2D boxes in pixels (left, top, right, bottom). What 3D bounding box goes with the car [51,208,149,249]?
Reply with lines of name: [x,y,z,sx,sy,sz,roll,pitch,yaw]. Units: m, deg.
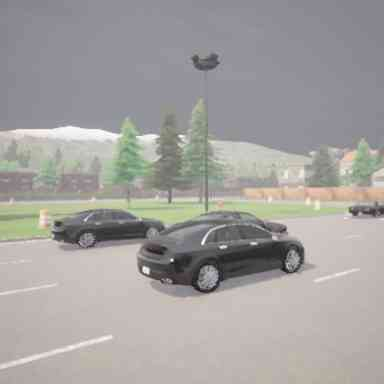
car: [-3.434,1.458,14.377,4.892,1.490,1.837,-1,0,-35]

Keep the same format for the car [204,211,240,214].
car: [1.564,1.471,13.460,5.357,1.411,2.033,-1,0,-35]

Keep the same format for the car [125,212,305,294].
car: [0.964,1.456,8.731,4.892,1.490,1.837,-1,0,-35]

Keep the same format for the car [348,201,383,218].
car: [14.936,1.362,27.474,4.718,1.301,1.895,-1,0,-38]
